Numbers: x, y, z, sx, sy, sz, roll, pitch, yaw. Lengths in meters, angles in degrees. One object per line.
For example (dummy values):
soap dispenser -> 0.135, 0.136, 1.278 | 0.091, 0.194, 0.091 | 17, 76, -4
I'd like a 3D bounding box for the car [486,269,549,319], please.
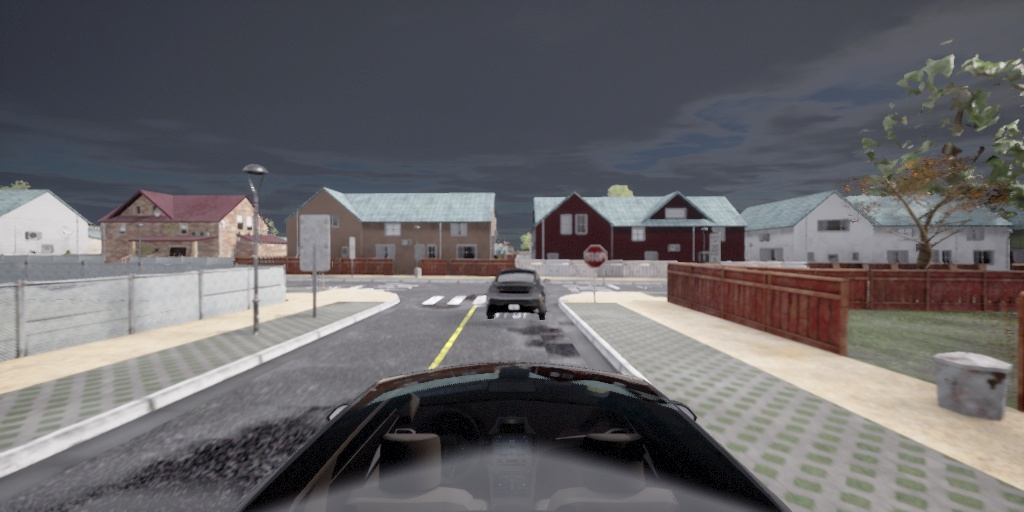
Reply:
car -> 0.266, 1.196, 12.594 | 1.837, 1.490, 4.892 | 0, 0, 5
